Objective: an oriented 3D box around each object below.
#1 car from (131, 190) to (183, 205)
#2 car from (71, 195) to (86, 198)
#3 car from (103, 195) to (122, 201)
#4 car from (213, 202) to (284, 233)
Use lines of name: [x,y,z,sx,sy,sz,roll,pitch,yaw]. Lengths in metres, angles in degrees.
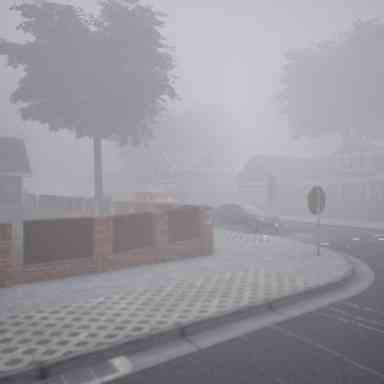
car: [-2.899,0.893,26.378,2.150,2.045,5.566,0,1,-36]
car: [-14.537,1.030,42.818,1.895,1.301,4.718,0,1,-35]
car: [-8.690,1.045,34.549,2.128,1.511,4.902,0,1,-35]
car: [2.839,1.313,18.346,1.812,1.442,4.674,0,1,-36]
